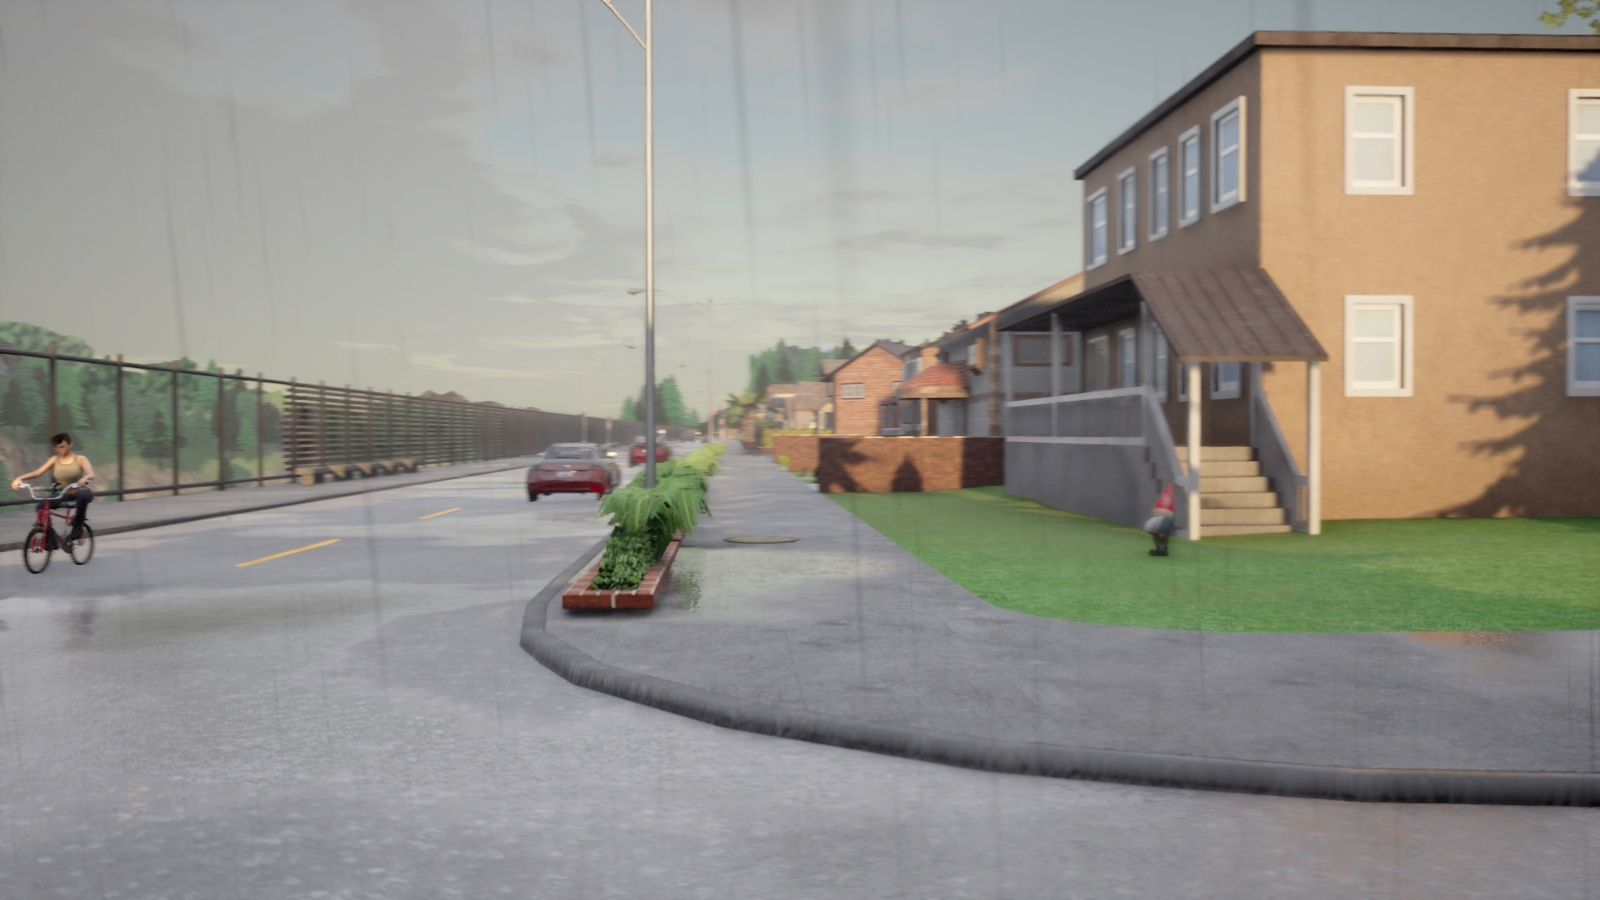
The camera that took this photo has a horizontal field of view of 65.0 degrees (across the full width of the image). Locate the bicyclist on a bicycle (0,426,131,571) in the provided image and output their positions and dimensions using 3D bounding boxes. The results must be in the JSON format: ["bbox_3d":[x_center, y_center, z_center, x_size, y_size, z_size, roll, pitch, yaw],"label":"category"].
[{"bbox_3d":[-8.657,0.534,14.722,0.866,1.612,1.509,0,1,-3],"label":"bicyclist on a bicycle"}]

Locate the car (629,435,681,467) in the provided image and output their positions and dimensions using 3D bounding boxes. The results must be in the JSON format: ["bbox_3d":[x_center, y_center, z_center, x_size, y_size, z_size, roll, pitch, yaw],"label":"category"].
[{"bbox_3d":[-6.940,0.020,60.482,2.163,1.488,4.792,0,1,-3],"label":"car"}]

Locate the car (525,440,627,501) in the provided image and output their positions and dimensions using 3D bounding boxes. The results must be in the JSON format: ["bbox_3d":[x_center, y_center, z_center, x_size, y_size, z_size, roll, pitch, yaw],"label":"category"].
[{"bbox_3d":[-5.483,0.465,31.233,1.994,1.385,4.181,0,1,-3],"label":"car"}]
